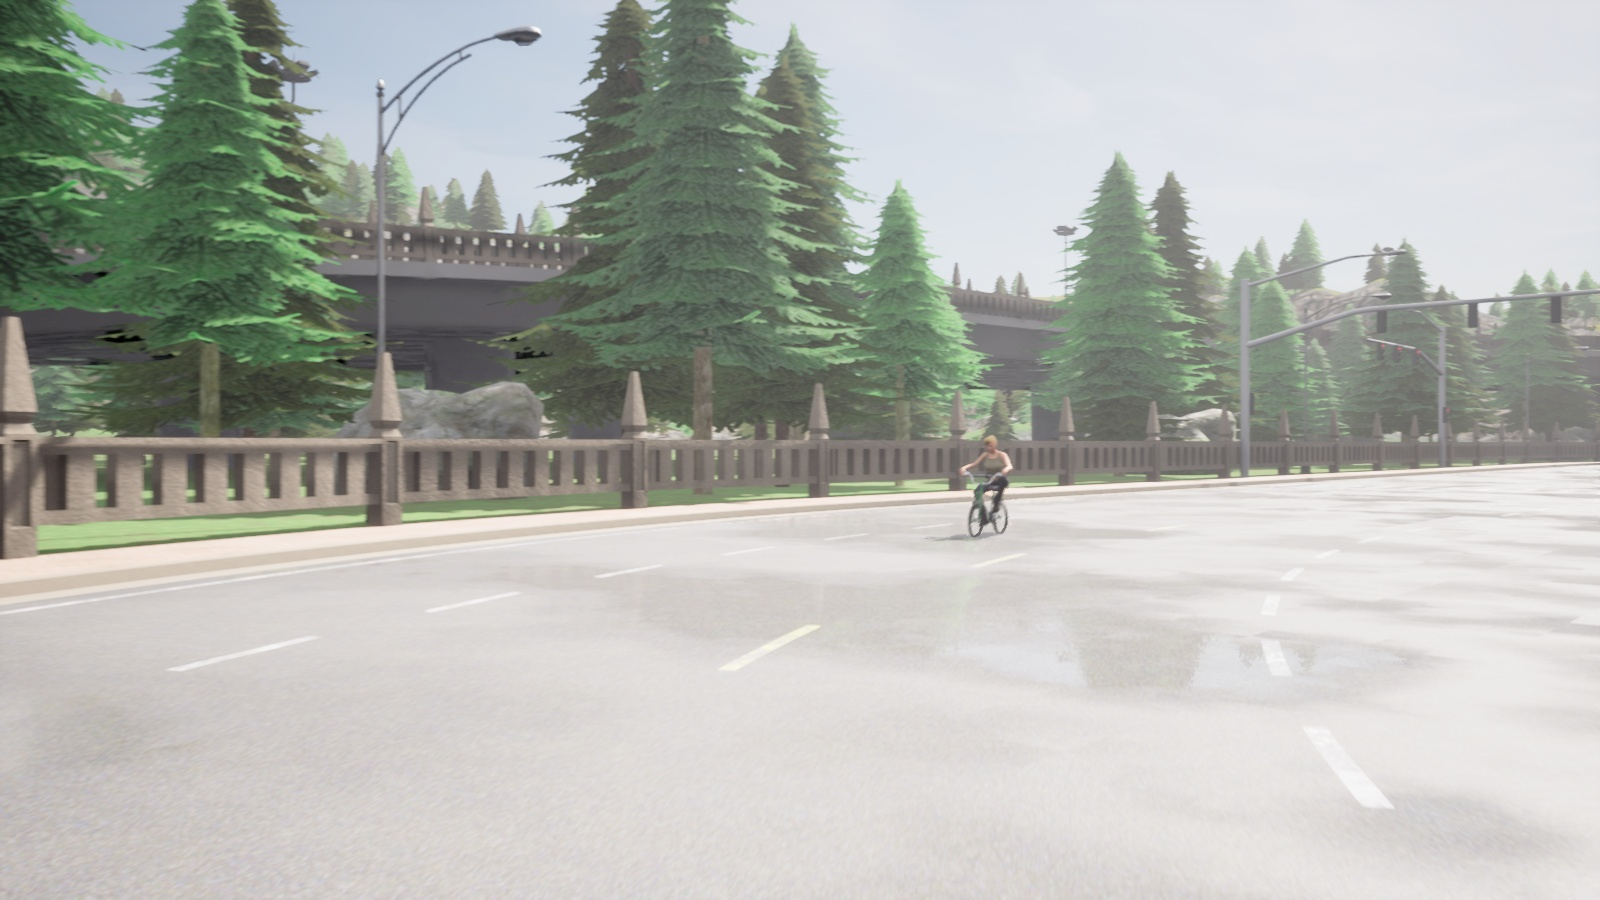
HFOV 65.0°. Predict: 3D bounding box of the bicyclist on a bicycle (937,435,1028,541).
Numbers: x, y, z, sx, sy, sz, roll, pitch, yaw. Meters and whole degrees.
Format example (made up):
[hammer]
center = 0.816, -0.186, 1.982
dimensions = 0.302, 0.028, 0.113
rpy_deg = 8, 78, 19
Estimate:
[bicyclist on a bicycle]
center = 2.922, 0.576, 19.978
dimensions = 0.866, 1.612, 1.509
rpy_deg = 1, 1, 32
